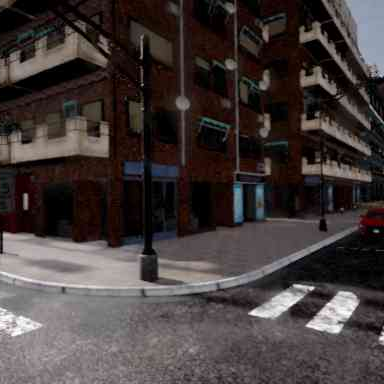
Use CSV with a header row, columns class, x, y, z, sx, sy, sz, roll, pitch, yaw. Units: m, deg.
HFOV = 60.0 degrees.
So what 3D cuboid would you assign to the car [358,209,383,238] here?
class,x,y,z,sx,sy,sz,roll,pitch,yaw
car,9.632,1.519,16.801,1.887,1.381,4.507,-1,0,36
